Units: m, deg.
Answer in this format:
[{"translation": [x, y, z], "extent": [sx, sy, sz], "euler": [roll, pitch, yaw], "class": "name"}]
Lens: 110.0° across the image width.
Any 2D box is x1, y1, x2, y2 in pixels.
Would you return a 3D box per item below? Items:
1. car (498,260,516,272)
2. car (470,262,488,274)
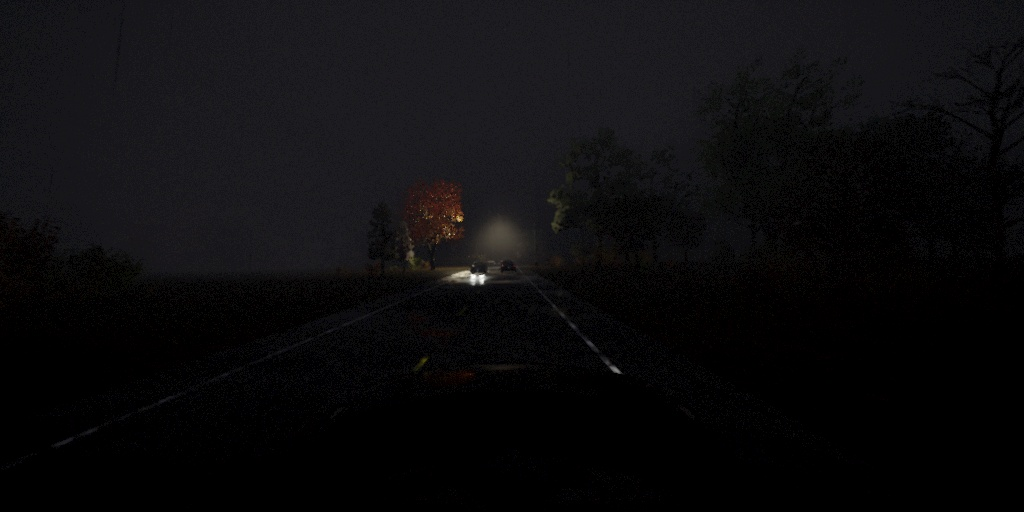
[{"translation": [-0.465, 1.419, 47.695], "extent": [1.994, 1.385, 4.181], "euler": [-2, 0, -1], "class": "car"}, {"translation": [-4.096, 1.459, 44.890], "extent": [2.128, 1.511, 4.902], "euler": [-2, 0, 0], "class": "car"}]
